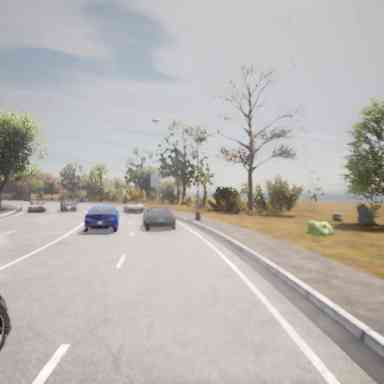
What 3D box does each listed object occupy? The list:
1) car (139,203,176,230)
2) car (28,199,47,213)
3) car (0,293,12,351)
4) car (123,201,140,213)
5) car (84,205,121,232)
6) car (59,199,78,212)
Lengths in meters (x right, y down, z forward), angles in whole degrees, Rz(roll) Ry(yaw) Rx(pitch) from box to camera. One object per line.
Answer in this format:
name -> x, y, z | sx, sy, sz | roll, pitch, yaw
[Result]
car -> -2.253, 1.652, 22.130 | 1.994, 1.385, 4.181 | 0, 0, -11
car -> -18.386, 1.780, 39.675 | 1.895, 1.301, 4.718 | 0, 0, -21
car -> -3.614, 1.589, 3.223 | 1.994, 1.385, 4.181 | 0, 0, -2
car -> -7.011, 1.766, 39.691 | 1.895, 1.301, 4.718 | 0, 0, -19
car -> -5.568, 1.570, 20.937 | 1.882, 1.535, 5.008 | 0, 0, -10
car -> -15.141, 1.671, 40.907 | 2.128, 1.511, 4.902 | 0, 0, -21
